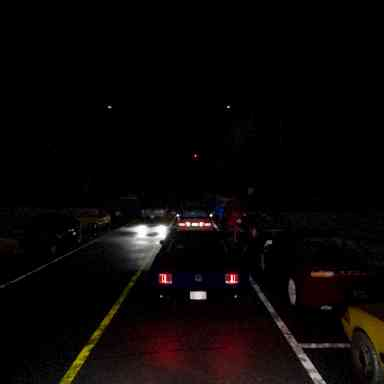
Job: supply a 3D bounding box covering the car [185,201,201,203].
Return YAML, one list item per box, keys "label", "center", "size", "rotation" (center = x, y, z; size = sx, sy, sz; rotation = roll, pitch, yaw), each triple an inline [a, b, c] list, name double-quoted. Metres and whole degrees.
- label: "car"
  center: [0.053, 1.482, 27.712]
  size: [1.882, 1.535, 5.008]
  rotation: [0, 0, 0]

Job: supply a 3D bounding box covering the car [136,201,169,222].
- label: "car"
  center: [-2.947, 1.518, 26.820]
  size: [1.895, 1.301, 4.718]
  rotation: [0, 0, 0]

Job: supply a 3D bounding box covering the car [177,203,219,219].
- label: "car"
  center: [0.133, 1.549, 17.885]
  size: [2.033, 1.411, 5.357]
  rotation: [0, 0, 0]

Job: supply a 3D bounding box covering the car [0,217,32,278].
- label: "car"
  center: [-5.750, 1.526, 7.552]
  size: [1.752, 1.417, 4.829]
  rotation: [0, 0, 0]

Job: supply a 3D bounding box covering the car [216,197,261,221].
- label: "car"
  center: [2.797, 1.317, 18.579]
  size: [2.192, 1.841, 5.009]
  rotation: [0, 0, 0]

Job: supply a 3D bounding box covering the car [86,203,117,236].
- label: "car"
  center: [-5.728, 1.527, 18.427]
  size: [1.752, 1.417, 4.829]
  rotation: [0, 0, 0]

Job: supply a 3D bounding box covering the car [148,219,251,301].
- label: "car"
  center: [0.117, 1.601, 8.294]
  size: [1.895, 1.301, 4.718]
  rotation: [0, 0, 0]

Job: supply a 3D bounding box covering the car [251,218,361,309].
- label: "car"
  center: [2.775, 1.545, 7.704]
  size: [1.887, 1.381, 4.507]
  rotation: [0, 0, 0]

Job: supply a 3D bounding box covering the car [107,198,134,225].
- label: "car"
  center: [-5.717, 1.443, 24.034]
  size: [1.967, 1.590, 4.097]
  rotation: [0, 0, 0]

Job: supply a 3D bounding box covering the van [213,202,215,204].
- label: "van"
  center: [2.820, 1.346, 29.454]
  size: [1.690, 1.788, 3.998]
  rotation: [0, 0, 0]

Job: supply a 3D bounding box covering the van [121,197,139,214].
- label: "van"
  center: [-5.706, 1.346, 29.472]
  size: [1.690, 1.788, 3.998]
  rotation: [0, 0, 0]

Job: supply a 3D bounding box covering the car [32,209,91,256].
- label: "car"
  center: [-5.739, 1.567, 13.159]
  size: [1.947, 1.339, 4.313]
  rotation: [0, 0, 0]

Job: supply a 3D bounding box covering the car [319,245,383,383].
- label: "car"
  center: [2.765, 1.525, 2.436]
  size: [1.752, 1.417, 4.829]
  rotation: [0, 0, 0]

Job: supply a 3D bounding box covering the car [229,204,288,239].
- label: "car"
  center: [2.786, 1.441, 13.141]
  size: [1.967, 1.590, 4.097]
  rotation: [0, 0, 0]
